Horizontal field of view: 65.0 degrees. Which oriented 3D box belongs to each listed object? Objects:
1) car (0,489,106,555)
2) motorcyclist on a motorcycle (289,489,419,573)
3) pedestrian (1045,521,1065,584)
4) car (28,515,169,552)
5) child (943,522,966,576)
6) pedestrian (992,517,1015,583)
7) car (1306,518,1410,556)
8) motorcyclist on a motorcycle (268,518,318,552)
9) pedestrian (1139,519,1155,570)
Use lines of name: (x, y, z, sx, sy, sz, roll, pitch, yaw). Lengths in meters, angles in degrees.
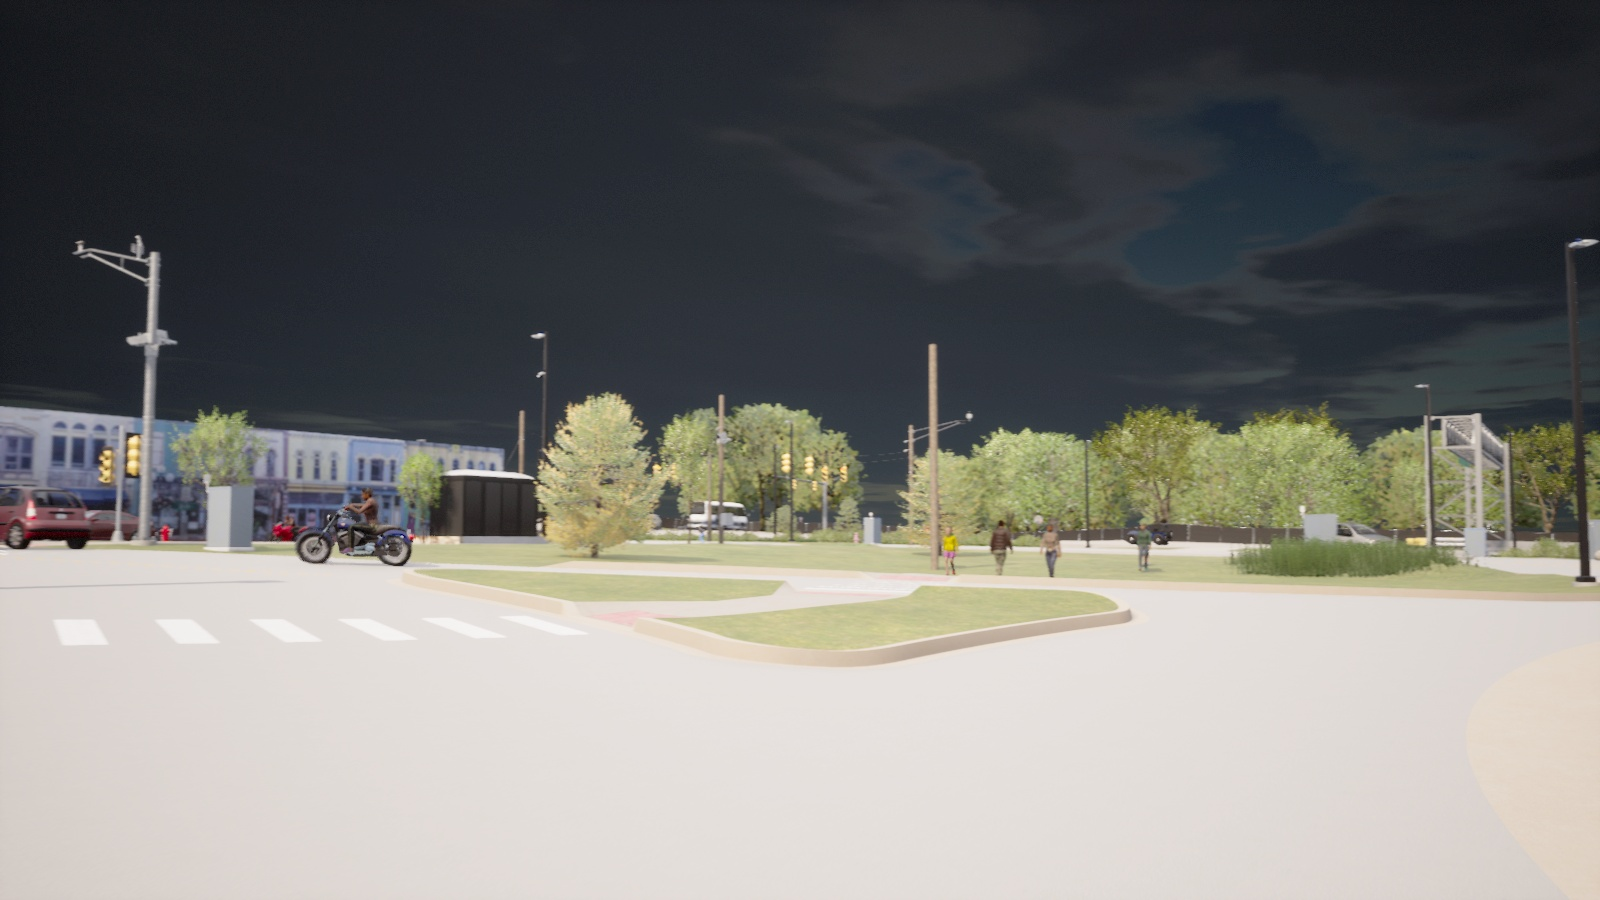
car: (-20.265, 1.895, 32.739, 3.988, 1.617, 1.851, -2, -4, 28)
motorcyclist on a motorcycle: (-9.147, 1.657, 25.845, 2.350, 1.649, 0.766, 1, -2, -2)
pedestrian: (7.341, 2.948, 36.187, 0.328, 1.805, 0.869, -3, -5, 25)
car: (-28.611, 3.446, 51.370, 1.812, 1.442, 4.674, -3, -5, 33)
child: (3.359, 2.155, 27.295, 0.299, 1.160, 0.473, -3, -5, 29)
pedestrian: (5.814, 2.852, 35.886, 0.431, 1.840, 0.703, -2, -5, 24)
car: (24.793, 3.828, 55.900, 1.851, 1.617, 3.988, 1, -3, -24)
motorcyclist on a motorcycle: (-23.756, 3.996, 58.908, 0.797, 1.523, 2.044, -3, -6, 33)
pedestrian: (12.780, 3.491, 46.273, 0.353, 1.847, 0.614, -3, -5, 30)
